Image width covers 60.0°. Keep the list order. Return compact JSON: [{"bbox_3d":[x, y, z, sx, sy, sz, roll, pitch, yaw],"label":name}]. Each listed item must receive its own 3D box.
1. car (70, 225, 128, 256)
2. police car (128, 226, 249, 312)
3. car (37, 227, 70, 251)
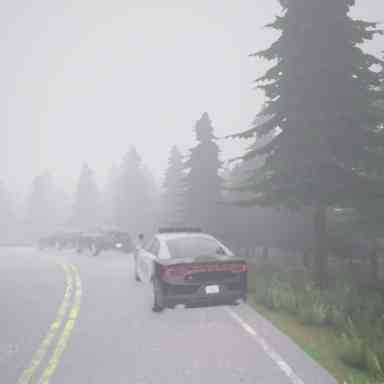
[{"bbox_3d":[-4.922,2.586,18.178,1.837,1.490,4.892,1,-6,-34],"label":"car"},{"bbox_3d":[-0.349,1.700,8.544,1.930,1.638,5.238,0,-3,-16],"label":"police car"},{"bbox_3d":[-9.059,3.212,23.146,1.882,1.535,5.008,2,-7,-45],"label":"car"}]
